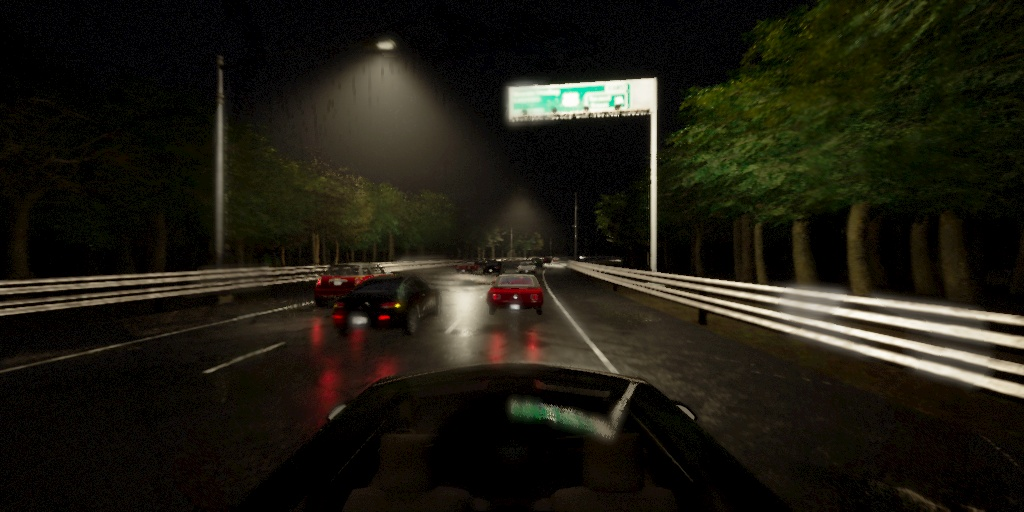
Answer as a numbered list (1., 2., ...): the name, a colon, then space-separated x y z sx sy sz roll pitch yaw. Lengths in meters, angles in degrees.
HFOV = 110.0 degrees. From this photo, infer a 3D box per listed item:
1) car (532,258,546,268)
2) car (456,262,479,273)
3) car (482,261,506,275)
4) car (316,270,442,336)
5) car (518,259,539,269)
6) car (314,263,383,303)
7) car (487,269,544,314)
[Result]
1. car: 4.237 1.090 62.162 2.097 1.767 4.553 0 0 8
2. car: -5.147 1.330 42.083 1.895 1.301 4.718 0 0 6
3. car: -1.905 1.263 37.846 1.812 1.442 4.674 0 0 5
4. car: -3.330 1.268 10.290 1.812 1.442 4.674 0 0 1
5. car: 1.790 1.345 40.837 1.895 1.301 4.718 0 0 5
6. car: -6.652 1.085 15.962 2.097 1.767 4.553 0 0 2
7. car: 0.181 1.351 13.763 1.895 1.301 4.718 0 0 2
